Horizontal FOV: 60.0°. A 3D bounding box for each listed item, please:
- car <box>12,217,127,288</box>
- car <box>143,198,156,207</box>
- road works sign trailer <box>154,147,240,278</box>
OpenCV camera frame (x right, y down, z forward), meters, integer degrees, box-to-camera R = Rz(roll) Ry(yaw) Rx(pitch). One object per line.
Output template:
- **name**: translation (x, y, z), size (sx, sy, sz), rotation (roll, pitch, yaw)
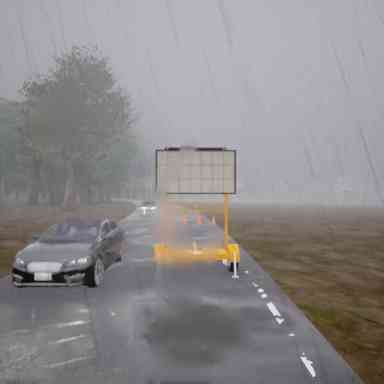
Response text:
- **car**: translation (-3.097, 1.488, 9.338), size (2.128, 1.511, 4.902), rotation (0, 0, 0)
- **car**: translation (-6.649, 1.610, 51.406), size (1.895, 1.301, 4.718), rotation (0, 0, -10)
- **road works sign trailer**: translation (0.109, 0.464, 10.097), size (2.380, 3.560, 2.880), rotation (0, 0, -1)
